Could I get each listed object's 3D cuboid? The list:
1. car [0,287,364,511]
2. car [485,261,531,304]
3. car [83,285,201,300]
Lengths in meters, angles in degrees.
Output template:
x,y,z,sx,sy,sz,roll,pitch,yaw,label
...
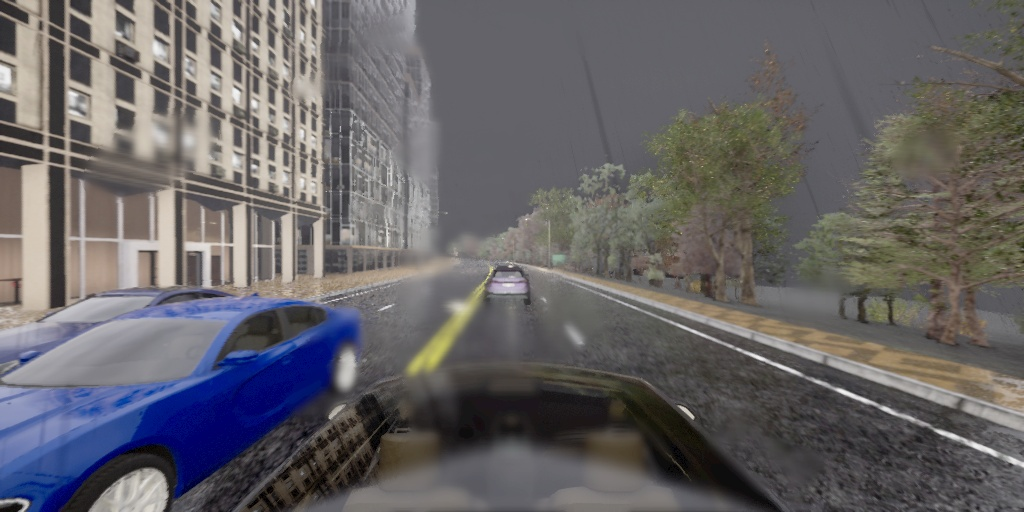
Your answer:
x,y,z,sx,sy,sz,roll,pitch,yaw,label
-3.361,1.238,3.871,1.882,1.535,5.008,0,0,0,car
-0.180,1.220,16.571,2.033,1.649,4.856,0,0,-1,car
-6.618,1.297,6.418,1.812,1.442,4.674,0,0,0,car
